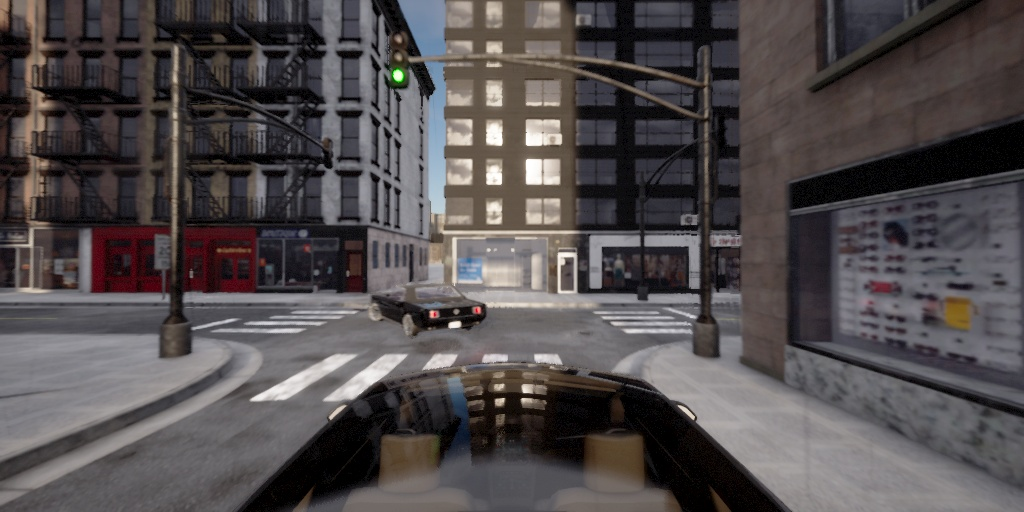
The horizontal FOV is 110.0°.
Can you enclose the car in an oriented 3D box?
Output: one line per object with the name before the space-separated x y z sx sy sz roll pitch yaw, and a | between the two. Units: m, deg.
car | -2.787 1.473 10.839 1.895 1.301 4.718 1 -1 -37
